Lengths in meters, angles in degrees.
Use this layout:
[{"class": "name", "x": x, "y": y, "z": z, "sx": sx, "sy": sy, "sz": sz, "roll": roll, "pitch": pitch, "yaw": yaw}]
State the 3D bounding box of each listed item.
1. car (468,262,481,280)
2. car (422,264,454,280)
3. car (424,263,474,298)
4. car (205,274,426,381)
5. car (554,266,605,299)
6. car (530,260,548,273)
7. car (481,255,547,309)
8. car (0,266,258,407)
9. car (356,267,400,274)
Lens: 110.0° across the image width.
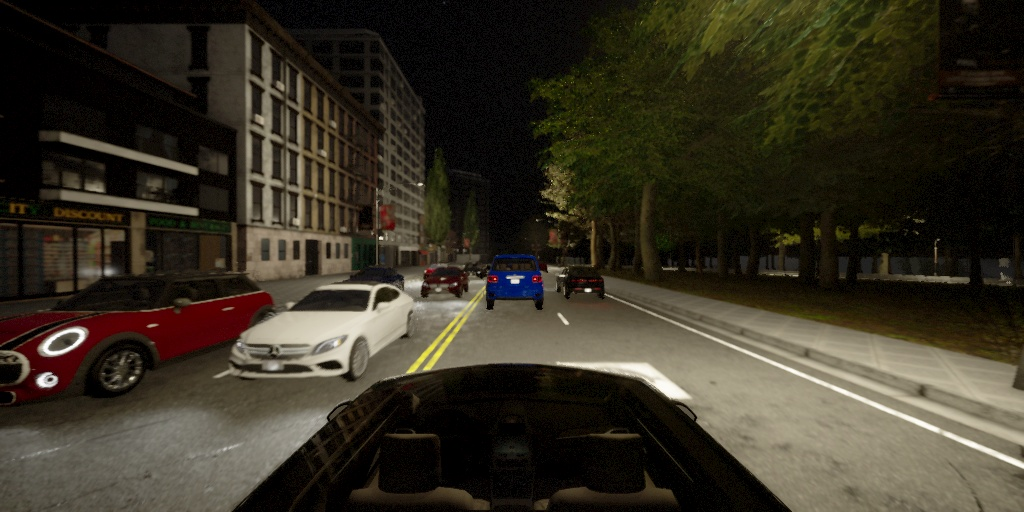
[{"class": "car", "x": -3.302, "y": 1.283, "z": 31.467, "sx": 1.837, "sy": 1.490, "sz": 4.892, "roll": 0, "pitch": -1, "yaw": 1}, {"class": "car", "x": -6.544, "y": 1.379, "z": 32.292, "sx": 1.895, "sy": 1.301, "sz": 4.718, "roll": 0, "pitch": 0, "yaw": 1}, {"class": "car", "x": -3.307, "y": 1.282, "z": 18.561, "sx": 1.812, "sy": 1.442, "sz": 4.674, "roll": 0, "pitch": 0, "yaw": 1}, {"class": "car", "x": -3.321, "y": 1.275, "z": 7.338, "sx": 1.812, "sy": 1.442, "sz": 4.674, "roll": 0, "pitch": 0, "yaw": 1}, {"class": "car", "x": 3.350, "y": 1.261, "z": 18.198, "sx": 1.837, "sy": 1.490, "sz": 4.892, "roll": 0, "pitch": 0, "yaw": 0}, {"class": "car", "x": 3.349, "y": 1.286, "z": 45.117, "sx": 1.882, "sy": 1.535, "sz": 5.008, "roll": 0, "pitch": 0, "yaw": 0}, {"class": "car", "x": 0.089, "y": 0.974, "z": 15.105, "sx": 2.150, "sy": 2.045, "sz": 5.566, "roll": 0, "pitch": 0, "yaw": 0}, {"class": "car", "x": -6.578, "y": 1.101, "z": 6.517, "sx": 2.097, "sy": 1.767, "sz": 4.553, "roll": 0, "pitch": 0, "yaw": 0}, {"class": "car", "x": -6.595, "y": 1.281, "z": 17.317, "sx": 1.812, "sy": 1.442, "sz": 4.674, "roll": 0, "pitch": 0, "yaw": 2}]
